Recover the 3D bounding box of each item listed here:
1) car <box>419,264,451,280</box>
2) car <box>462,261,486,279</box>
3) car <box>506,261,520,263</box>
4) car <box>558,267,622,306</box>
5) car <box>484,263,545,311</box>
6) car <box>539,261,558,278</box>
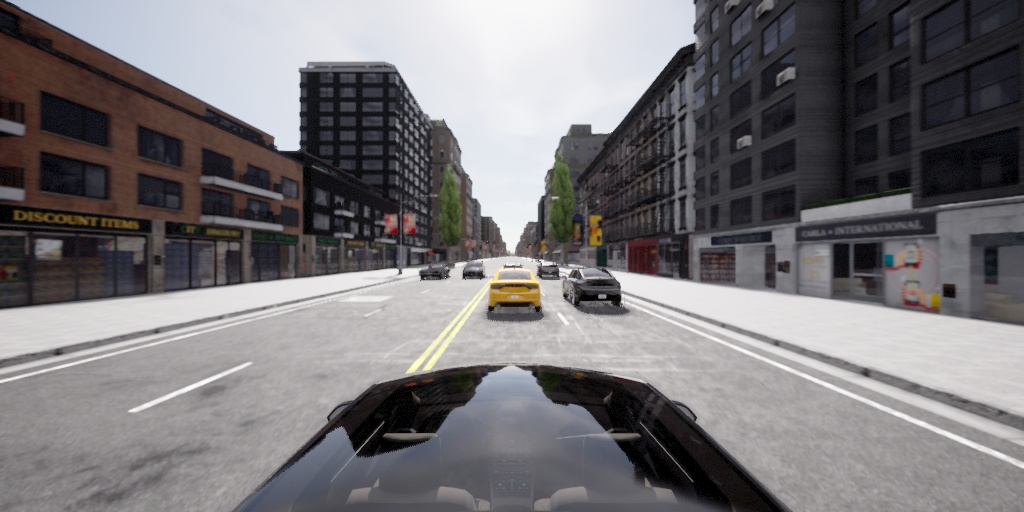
[{"bbox_3d":[-6.594,1.351,31.009,1.895,1.301,4.718,0,0,0],"label":"car"},{"bbox_3d":[-3.341,1.255,32.193,1.837,1.490,4.892,0,0,0],"label":"car"},{"bbox_3d":[0.103,1.241,33.957,2.128,1.511,4.902,0,0,0],"label":"car"},{"bbox_3d":[3.352,1.256,15.715,1.837,1.490,4.892,0,0,0],"label":"car"},{"bbox_3d":[0.095,1.228,14.527,1.882,1.535,5.008,0,0,0],"label":"car"},{"bbox_3d":[3.356,1.241,33.950,2.128,1.511,4.902,0,0,0],"label":"car"}]
